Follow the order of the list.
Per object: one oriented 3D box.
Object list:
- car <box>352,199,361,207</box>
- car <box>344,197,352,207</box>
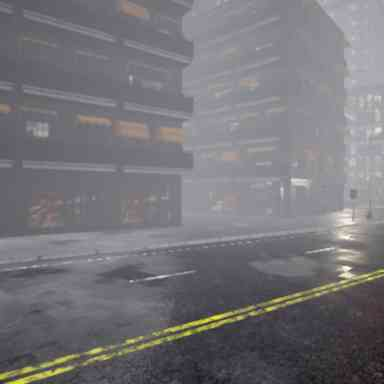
[{"bbox_3d":[25.322,1.568,54.688,4.097,1.590,1.967,1,0,42],"label":"car"},{"bbox_3d":[19.943,1.625,48.031,4.829,1.417,1.752,1,0,42],"label":"car"}]
